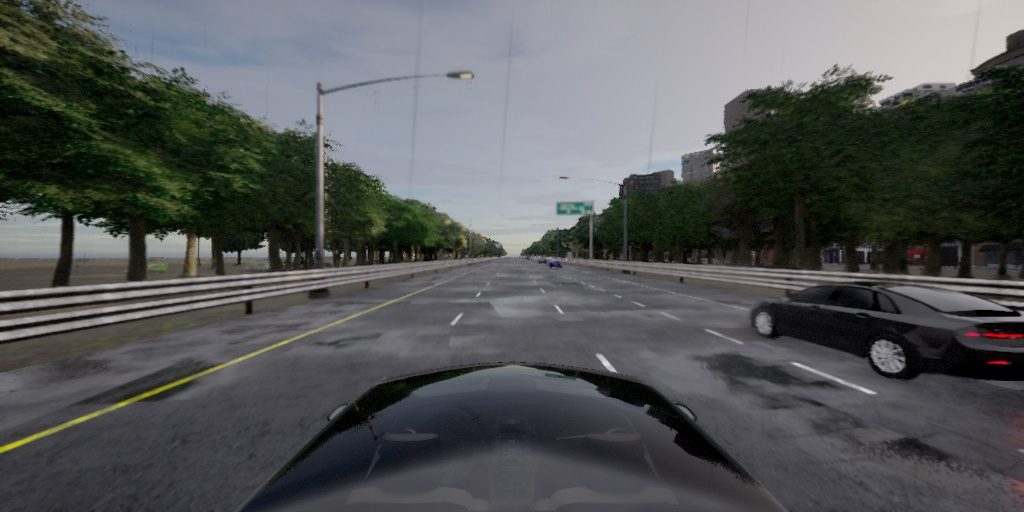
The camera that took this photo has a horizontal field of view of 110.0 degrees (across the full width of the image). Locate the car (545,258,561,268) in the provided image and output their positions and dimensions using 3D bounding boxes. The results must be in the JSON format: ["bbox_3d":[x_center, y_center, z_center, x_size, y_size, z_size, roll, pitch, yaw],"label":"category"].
[{"bbox_3d":[7.188,1.213,61.137,1.882,1.535,5.008,0,0,0],"label":"car"}]

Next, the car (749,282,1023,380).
[{"bbox_3d":[7.002,1.259,7.218,1.837,1.490,4.892,0,0,0],"label":"car"}]
